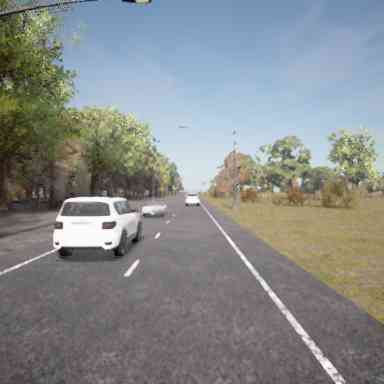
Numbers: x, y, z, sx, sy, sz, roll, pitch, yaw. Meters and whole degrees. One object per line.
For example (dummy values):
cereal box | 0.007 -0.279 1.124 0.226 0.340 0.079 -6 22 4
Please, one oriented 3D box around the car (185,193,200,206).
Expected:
car | 0.066 1.164 54.001 2.150 2.045 5.566 0 0 0

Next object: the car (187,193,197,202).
car | -0.044 1.150 73.201 2.150 2.045 5.566 0 0 0

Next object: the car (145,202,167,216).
car | -3.420 1.567 31.322 1.895 1.301 4.718 0 0 0

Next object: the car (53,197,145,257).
car | -3.409 1.208 12.963 2.150 2.045 5.566 0 0 0
